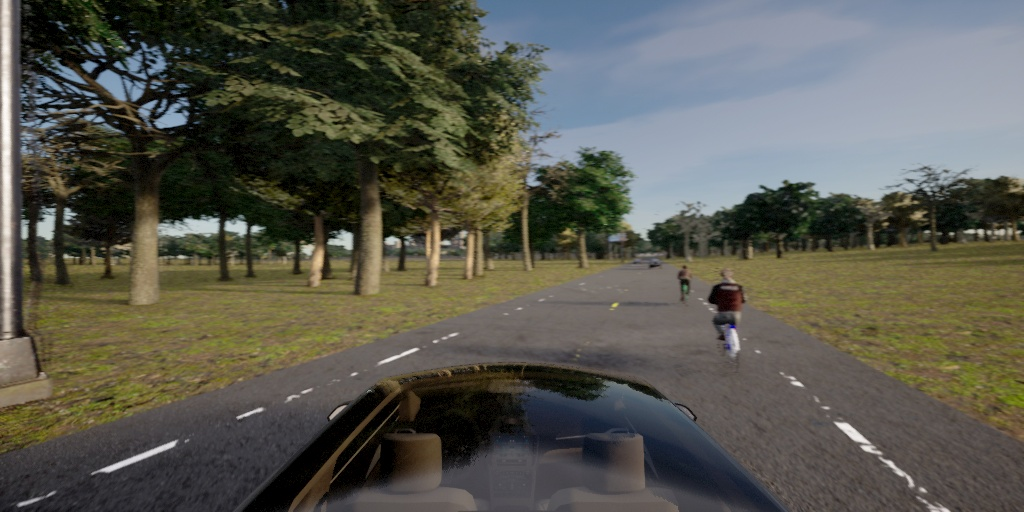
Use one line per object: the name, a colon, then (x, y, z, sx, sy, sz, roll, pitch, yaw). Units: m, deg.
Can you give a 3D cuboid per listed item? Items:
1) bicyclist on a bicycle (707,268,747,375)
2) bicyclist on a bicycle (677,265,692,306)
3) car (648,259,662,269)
bicyclist on a bicycle: (3.881, 1.095, 6.512, 0.659, 1.776, 1.843, -1, 0, 21)
bicyclist on a bicycle: (7.041, 1.191, 14.580, 0.582, 1.620, 1.656, -1, -1, 21)
car: (22.264, 1.255, 55.833, 1.837, 1.490, 4.892, -1, 0, 21)
